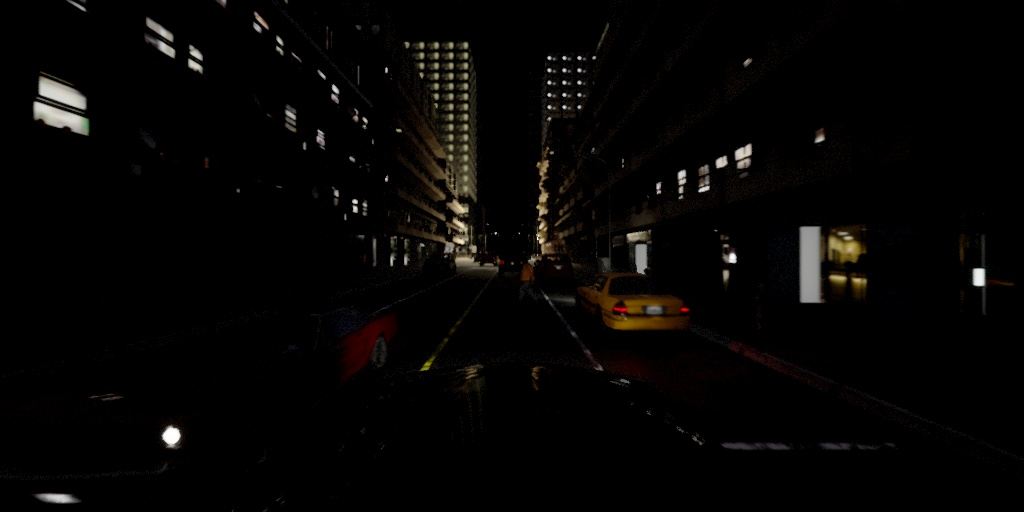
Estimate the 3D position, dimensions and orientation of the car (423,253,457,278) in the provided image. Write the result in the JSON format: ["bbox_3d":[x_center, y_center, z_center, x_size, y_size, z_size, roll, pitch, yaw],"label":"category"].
[{"bbox_3d":[-5.689,0.671,28.748,2.192,1.841,5.009,0,0,0],"label":"car"}]

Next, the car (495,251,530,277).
[{"bbox_3d":[0.049,0.579,28.804,2.150,2.045,5.566,0,1,0],"label":"car"}]

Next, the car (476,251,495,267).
[{"bbox_3d":[-3.072,0.309,46.970,2.150,2.045,5.566,0,1,0],"label":"car"}]

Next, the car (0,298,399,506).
[{"bbox_3d":[-3.099,1.308,4.645,1.895,1.301,4.718,0,1,0],"label":"car"}]

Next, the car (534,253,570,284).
[{"bbox_3d":[2.693,0.752,23.260,2.192,1.841,5.009,0,0,0],"label":"car"}]

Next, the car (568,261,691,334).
[{"bbox_3d":[3.000,1.084,10.118,1.801,1.575,5.366,0,1,0],"label":"car"}]

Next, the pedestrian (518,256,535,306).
[{"bbox_3d":[0.529,0.879,13.083,0.375,1.860,0.375,1,0,-1],"label":"pedestrian"}]

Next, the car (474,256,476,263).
[{"bbox_3d":[-5.653,0.417,61.986,2.007,1.370,4.403,0,0,0],"label":"car"}]
